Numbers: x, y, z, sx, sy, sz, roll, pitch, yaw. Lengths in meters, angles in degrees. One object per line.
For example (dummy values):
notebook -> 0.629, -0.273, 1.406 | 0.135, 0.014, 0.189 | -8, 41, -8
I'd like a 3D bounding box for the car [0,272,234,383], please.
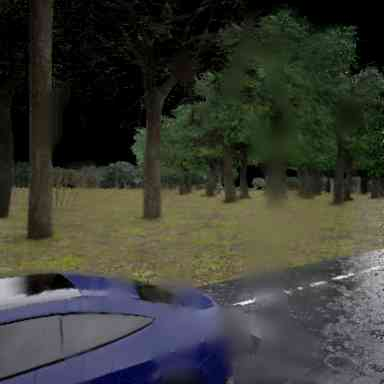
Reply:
car -> -1.712, 1.526, 2.771 | 4.674, 1.442, 1.812 | 0, 0, -35
